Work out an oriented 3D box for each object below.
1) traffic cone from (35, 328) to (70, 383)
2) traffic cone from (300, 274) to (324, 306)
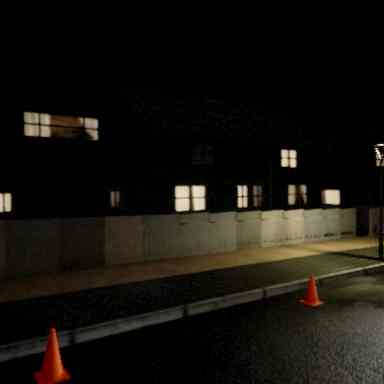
[{"bbox_3d":[-1.697,1.956,4.049,0.340,0.580,0.340,1,0,-35],"label":"traffic cone"},{"bbox_3d":[2.488,1.998,6.899,0.340,0.580,0.340,1,0,-34],"label":"traffic cone"}]
